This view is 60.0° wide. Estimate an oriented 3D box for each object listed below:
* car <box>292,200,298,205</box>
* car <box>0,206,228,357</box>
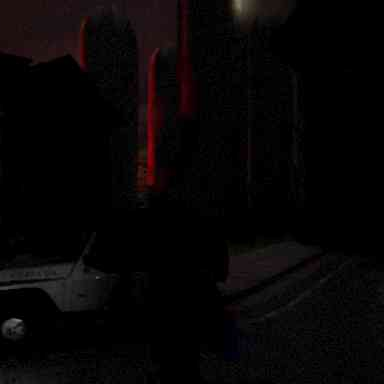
[{"bbox_3d":[20.592,2.415,67.315,2.242,1.667,4.611,0,-1,36],"label":"car"},{"bbox_3d":[-1.309,1.272,5.627,3.866,1.878,1.905,-2,5,-7],"label":"car"}]
